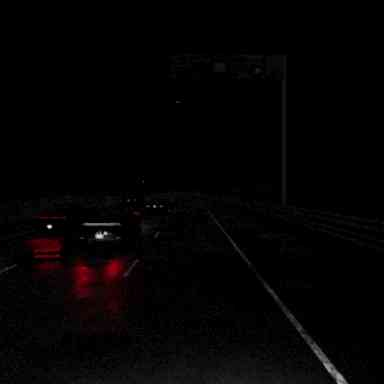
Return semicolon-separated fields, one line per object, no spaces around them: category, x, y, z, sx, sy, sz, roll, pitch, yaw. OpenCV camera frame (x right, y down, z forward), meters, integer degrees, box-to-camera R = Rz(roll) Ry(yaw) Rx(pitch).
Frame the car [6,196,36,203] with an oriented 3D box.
car;-21.112;1.306;42.458;1.837;1.490;4.892;0;0;0

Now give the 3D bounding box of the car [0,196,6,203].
car;-24.610;1.306;42.442;1.837;1.490;4.892;0;0;0

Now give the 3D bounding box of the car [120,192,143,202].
car;-6.926;1.024;39.053;2.150;2.045;5.566;0;0;0

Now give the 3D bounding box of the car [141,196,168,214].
car;-3.425;1.364;33.061;2.033;1.411;5.357;0;0;0

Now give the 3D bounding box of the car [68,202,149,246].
car;-3.410;1.401;14.681;2.128;1.511;4.902;0;0;0

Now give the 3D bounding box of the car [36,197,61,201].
car;-17.614;1.364;42.319;1.994;1.385;4.181;0;0;0

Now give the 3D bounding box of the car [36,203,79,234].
car;-6.914;1.394;18.563;1.837;1.490;4.892;0;1;0
